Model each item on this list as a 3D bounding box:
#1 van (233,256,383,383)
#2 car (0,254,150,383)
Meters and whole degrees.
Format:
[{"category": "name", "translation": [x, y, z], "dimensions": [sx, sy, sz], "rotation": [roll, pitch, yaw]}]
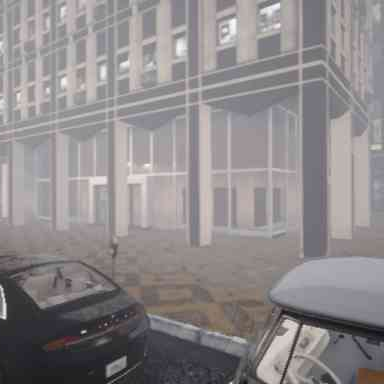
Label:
[{"category": "van", "translation": [2.038, 1.336, 1.421], "dimensions": [3.998, 1.788, 1.690], "rotation": [0, 0, 36]}, {"category": "car", "translation": [-2.558, 1.575, 4.702], "dimensions": [4.403, 1.369, 2.008], "rotation": [0, 0, 36]}]
